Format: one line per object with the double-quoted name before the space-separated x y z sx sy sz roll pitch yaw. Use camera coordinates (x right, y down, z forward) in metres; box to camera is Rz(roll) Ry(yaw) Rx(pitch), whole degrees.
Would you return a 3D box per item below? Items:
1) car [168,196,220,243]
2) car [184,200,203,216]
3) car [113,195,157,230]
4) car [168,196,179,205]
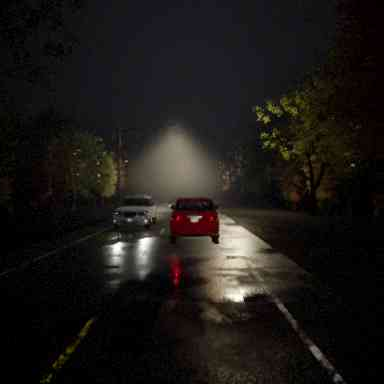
"car" 0.113 1.244 16.210 2.150 2.045 5.566 0 0 0
"car" 0.129 1.573 33.784 1.812 1.442 4.674 0 0 0
"car" -3.580 1.252 21.828 2.150 2.045 5.566 0 0 0
"car" -3.461 1.590 63.881 1.837 1.490 4.892 0 0 1
